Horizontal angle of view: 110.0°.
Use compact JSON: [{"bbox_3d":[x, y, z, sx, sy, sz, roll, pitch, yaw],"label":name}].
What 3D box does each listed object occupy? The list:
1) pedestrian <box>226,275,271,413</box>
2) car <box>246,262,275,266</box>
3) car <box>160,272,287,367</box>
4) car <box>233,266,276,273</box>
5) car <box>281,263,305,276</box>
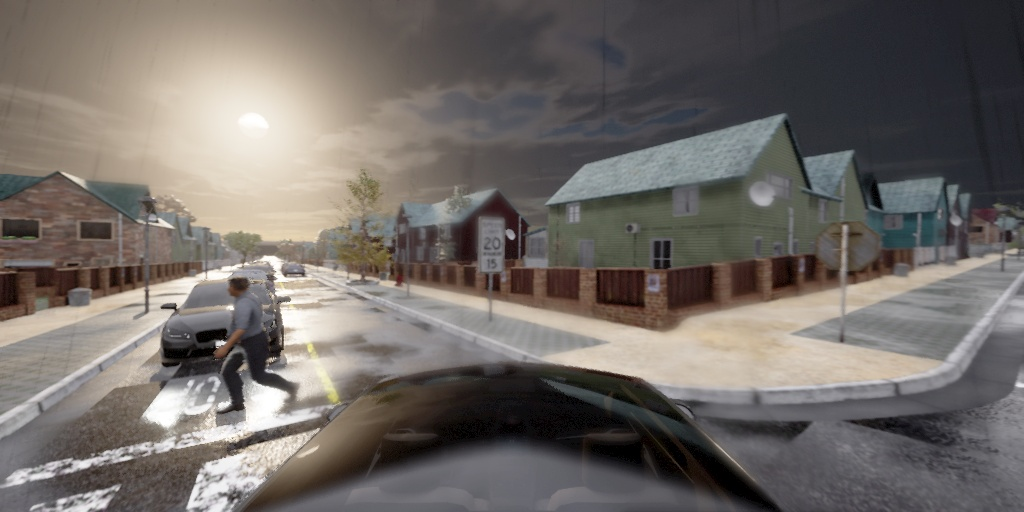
[{"bbox_3d":[-3.420,1.082,4.650,0.375,1.860,0.375,-2,3,-34],"label":"pedestrian"},{"bbox_3d":[-17.463,1.358,24.529,1.837,1.490,4.892,0,0,-34],"label":"car"},{"bbox_3d":[-6.490,1.306,8.339,1.837,1.490,4.892,0,0,-35],"label":"car"},{"bbox_3d":[-11.659,1.351,15.944,1.812,1.442,4.674,0,0,-34],"label":"car"},{"bbox_3d":[-23.794,1.457,39.126,1.994,1.385,4.181,0,0,-34],"label":"car"}]
